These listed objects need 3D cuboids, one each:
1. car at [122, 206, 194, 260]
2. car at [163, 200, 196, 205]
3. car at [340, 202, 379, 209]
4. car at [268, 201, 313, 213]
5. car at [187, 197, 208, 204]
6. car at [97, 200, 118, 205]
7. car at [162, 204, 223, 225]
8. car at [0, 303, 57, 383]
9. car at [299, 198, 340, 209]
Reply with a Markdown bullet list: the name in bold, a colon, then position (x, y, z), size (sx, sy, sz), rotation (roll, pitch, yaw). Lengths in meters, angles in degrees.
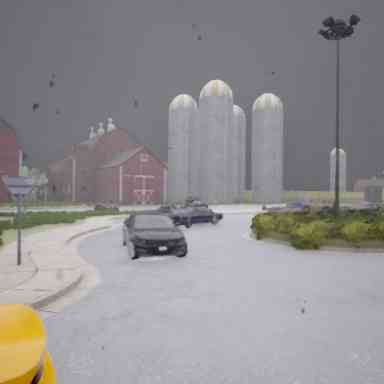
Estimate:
- **car**: position (-1.637, 1.547, 13.119), size (1.882, 1.535, 5.008), rotation (1, 0, -16)
- **car**: position (-1.689, 1.700, 29.596), size (1.784, 1.438, 3.905), rotation (1, 0, -35)
- **car**: position (19.895, 1.969, 38.657), size (4.892, 1.490, 1.837), rotation (1, -1, -31)
- **car**: position (8.937, 1.863, 31.153), size (4.181, 1.385, 1.994), rotation (1, 0, -35)
- **car**: position (0.666, 1.637, 47.651), size (1.905, 1.878, 3.866), rotation (1, 0, -35)
- **car**: position (-10.049, 1.664, 39.447), size (1.816, 1.474, 4.193), rotation (1, 0, -35)
- **car**: position (0.157, 1.760, 23.793), size (1.895, 1.301, 4.718), rotation (0, -1, 41)
- **car**: position (-3.366, 1.452, 1.649), size (5.008, 1.535, 1.882), rotation (1, -1, -35)
- **car**: position (16.617, 1.766, 42.645), size (1.932, 1.855, 4.605), rotation (1, 0, -35)
